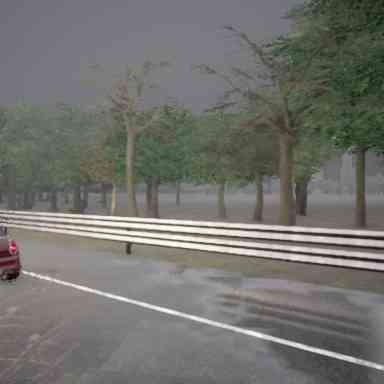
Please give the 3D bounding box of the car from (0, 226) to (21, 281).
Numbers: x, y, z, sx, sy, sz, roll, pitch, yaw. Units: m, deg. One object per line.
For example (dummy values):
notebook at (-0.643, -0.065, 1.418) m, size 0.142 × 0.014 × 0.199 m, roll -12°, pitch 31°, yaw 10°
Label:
car at (-6.593, 1.435, 8.927) m, size 4.553 × 1.767 × 2.097 m, roll -1°, pitch 0°, yaw 37°
